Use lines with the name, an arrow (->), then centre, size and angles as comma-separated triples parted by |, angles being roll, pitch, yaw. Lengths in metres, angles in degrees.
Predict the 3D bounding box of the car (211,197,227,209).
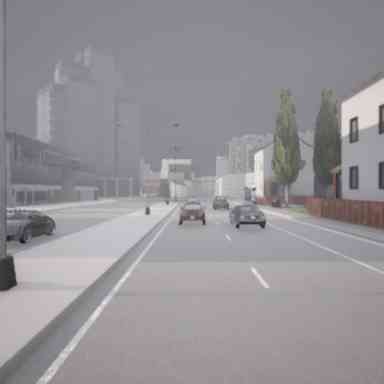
car -> 3.595, 1.415, 42.586 | 2.128, 1.511, 4.902 | 0, 0, 0

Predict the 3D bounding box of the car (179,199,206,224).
car -> 0.053, 1.482, 24.108 | 1.812, 1.442, 4.674 | 0, 0, 1

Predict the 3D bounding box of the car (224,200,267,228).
car -> 3.527, 1.509, 21.745 | 2.033, 1.411, 5.357 | 0, 0, 0

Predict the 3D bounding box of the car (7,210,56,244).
car -> -8.045, 1.537, 15.565 | 1.994, 1.385, 4.181 | 0, 0, 1
